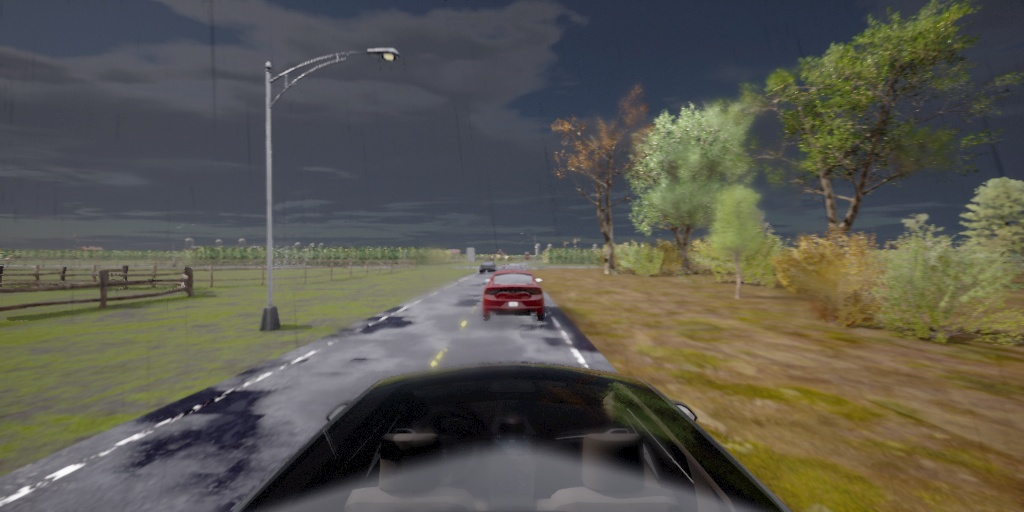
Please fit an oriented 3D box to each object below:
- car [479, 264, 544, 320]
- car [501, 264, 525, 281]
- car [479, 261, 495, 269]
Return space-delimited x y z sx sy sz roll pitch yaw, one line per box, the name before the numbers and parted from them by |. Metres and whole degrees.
car | 0.045 1.230 12.727 1.882 1.535 5.008 0 0 0
car | 0.081 1.361 31.380 1.895 1.301 4.718 0 0 0
car | -2.779 1.334 42.483 2.033 1.411 5.357 0 0 1
